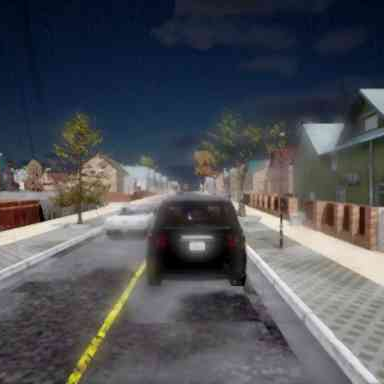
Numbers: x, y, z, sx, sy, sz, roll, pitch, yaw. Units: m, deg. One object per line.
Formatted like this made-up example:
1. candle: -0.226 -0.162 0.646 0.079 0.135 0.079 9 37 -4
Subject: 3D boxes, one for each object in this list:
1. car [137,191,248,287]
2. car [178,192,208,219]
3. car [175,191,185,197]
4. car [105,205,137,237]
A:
1. car: 0.084 1.074 8.992 2.150 2.045 5.566 0 1 0
2. car: 0.081 0.946 25.481 2.097 1.767 4.553 0 1 0
3. car: -2.734 0.445 76.831 1.994 1.385 4.181 0 1 0
4. car: -2.840 1.335 16.340 1.895 1.301 4.718 0 1 0
